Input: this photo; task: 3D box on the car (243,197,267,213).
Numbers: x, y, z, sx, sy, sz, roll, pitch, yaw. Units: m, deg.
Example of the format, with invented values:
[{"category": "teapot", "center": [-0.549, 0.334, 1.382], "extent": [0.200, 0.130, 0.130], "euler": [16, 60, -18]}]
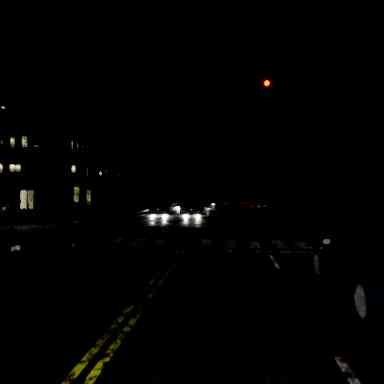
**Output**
[{"category": "car", "center": [7.116, 1.511, 36.573], "extent": [2.033, 1.411, 5.357], "euler": [0, 0, 6]}]

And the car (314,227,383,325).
[{"category": "car", "center": [3.983, 1.471, 6.973], "extent": [1.882, 1.535, 5.008], "euler": [0, -1, 7]}]

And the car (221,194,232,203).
[{"category": "car", "center": [7.169, 1.433, 68.923], "extent": [1.837, 1.490, 4.892], "euler": [0, 0, 6]}]

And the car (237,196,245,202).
[{"category": "car", "center": [10.758, 1.518, 71.927], "extent": [1.895, 1.301, 4.718], "euler": [0, 0, 6]}]

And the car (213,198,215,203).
[{"category": "car", "center": [3.442, 1.459, 64.940], "extent": [1.812, 1.442, 4.674], "euler": [0, 0, 7]}]

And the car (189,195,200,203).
[{"category": "car", "center": [0.593, 1.456, 68.591], "extent": [1.812, 1.442, 4.674], "euler": [0, 0, 6]}]

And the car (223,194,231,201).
[{"category": "car", "center": [8.268, 1.226, 79.283], "extent": [1.882, 1.535, 5.008], "euler": [0, 0, 6]}]

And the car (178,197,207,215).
[{"category": "car", "center": [0.114, 1.532, 34.109], "extent": [1.994, 1.385, 4.181], "euler": [0, 0, 6]}]

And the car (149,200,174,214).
[{"category": "car", "center": [-3.121, 1.532, 34.394], "extent": [1.994, 1.385, 4.181], "euler": [0, 0, 6]}]

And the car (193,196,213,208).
[{"category": "car", "center": [1.585, 1.430, 47.939], "extent": [1.882, 1.535, 5.008], "euler": [0, 0, 6]}]

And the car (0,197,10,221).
[{"category": "car", "center": [-17.646, 1.396, 26.827], "extent": [5.566, 2.045, 2.150], "euler": [-1, 1, 6]}]

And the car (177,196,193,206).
[{"category": "car", "center": [-1.181, 1.549, 52.635], "extent": [1.895, 1.301, 4.718], "euler": [0, 0, 6]}]
